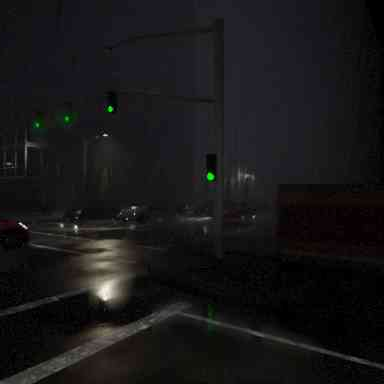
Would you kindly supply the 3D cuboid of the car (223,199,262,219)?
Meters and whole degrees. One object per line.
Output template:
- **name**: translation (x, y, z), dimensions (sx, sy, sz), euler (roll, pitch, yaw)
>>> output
- **car**: translation (4.278, 1.533, 30.378), dimensions (1.882, 1.535, 5.008), euler (0, 0, 36)

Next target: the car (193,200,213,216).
- **car**: translation (2.076, 1.533, 33.653), dimensions (1.882, 1.535, 5.008), euler (0, 0, 35)

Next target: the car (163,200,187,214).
- **car**: translation (-2.387, 1.560, 33.433), dimensions (1.837, 1.490, 4.892), euler (0, 0, 36)

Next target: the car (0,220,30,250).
- **car**: translation (-8.575, 1.379, 12.416), dimensions (2.097, 1.767, 4.553), euler (0, 0, 36)

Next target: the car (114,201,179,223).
- **car**: translation (-3.441, 1.656, 25.951), dimensions (1.895, 1.301, 4.718), euler (0, 0, 36)

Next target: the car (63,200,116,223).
- **car**: translation (-7.706, 1.407, 26.001), dimensions (2.097, 1.767, 4.553), euler (0, 0, 36)

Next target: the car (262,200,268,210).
- **car**: translation (8.048, 1.581, 41.971), dimensions (1.812, 1.442, 4.674), euler (0, 0, 36)

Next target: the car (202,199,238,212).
- **car**: translation (3.569, 1.603, 41.751), dimensions (2.033, 1.411, 5.357), euler (0, 0, 35)
